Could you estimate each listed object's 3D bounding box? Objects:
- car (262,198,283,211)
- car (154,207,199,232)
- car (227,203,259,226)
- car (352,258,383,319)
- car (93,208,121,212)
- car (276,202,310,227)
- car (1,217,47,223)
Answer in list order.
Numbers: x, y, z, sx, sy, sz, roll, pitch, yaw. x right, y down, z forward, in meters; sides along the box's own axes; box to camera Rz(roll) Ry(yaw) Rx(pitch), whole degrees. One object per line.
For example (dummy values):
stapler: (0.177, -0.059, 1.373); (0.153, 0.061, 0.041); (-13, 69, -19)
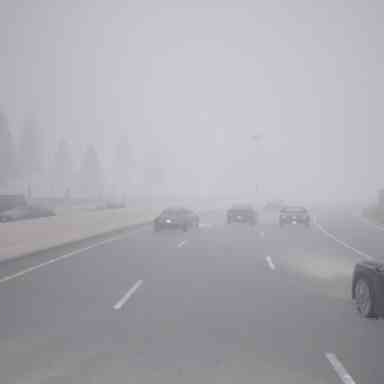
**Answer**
car: (10.244, 1.587, 40.602); (1.812, 1.442, 4.674); (0, 0, 27)
car: (-0.834, 1.575, 20.212); (1.994, 1.385, 4.181); (0, 0, 13)
car: (3.780, 1.506, 24.166); (1.882, 1.535, 5.008); (0, 0, 16)
car: (3.888, 1.507, 4.460); (2.128, 1.511, 4.902); (0, 0, 3)
car: (-6.631, 1.561, 26.509); (1.994, 1.385, 4.181); (0, 0, 16)
car: (7.084, 1.640, 23.182); (1.895, 1.301, 4.718); (0, 0, 16)
car: (-11.234, 1.543, 22.622); (1.994, 1.385, 4.181); (0, 0, 13)
